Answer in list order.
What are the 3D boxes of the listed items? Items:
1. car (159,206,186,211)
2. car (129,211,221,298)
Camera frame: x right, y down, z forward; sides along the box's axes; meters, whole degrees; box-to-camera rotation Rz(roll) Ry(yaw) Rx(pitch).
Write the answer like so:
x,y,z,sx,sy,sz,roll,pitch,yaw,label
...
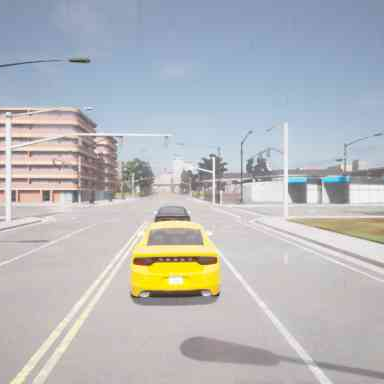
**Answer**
x,y,z,sx,sy,sz,roll,pitch,yaw,label
-1.068,1.478,18.154,1.882,1.535,5.008,0,0,-4,car
-0.437,1.478,8.594,1.882,1.535,5.008,0,0,-3,car
